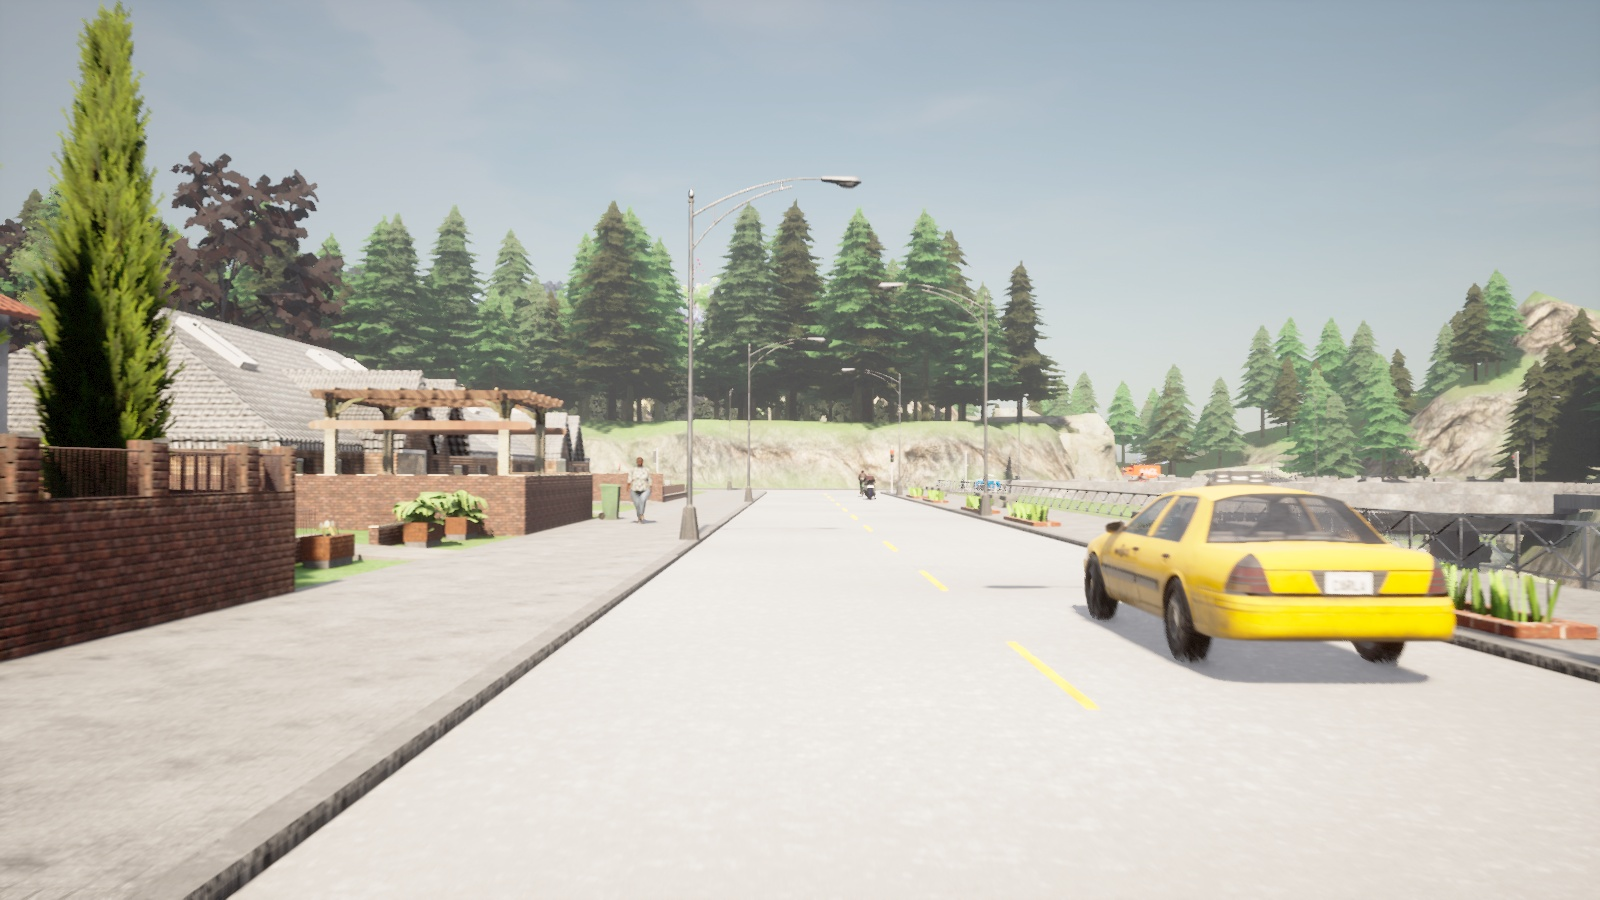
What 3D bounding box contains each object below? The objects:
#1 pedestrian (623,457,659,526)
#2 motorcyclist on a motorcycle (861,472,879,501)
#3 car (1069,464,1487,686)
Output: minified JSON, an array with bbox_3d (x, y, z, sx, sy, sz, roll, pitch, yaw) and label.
[{"bbox_3d":[-4.316,1.114,34.155,0.874,1.855,0.900,0,-1,-1],"label":"pedestrian"},{"bbox_3d":[3.837,1.993,69.225,0.866,1.530,2.191,0,-1,0],"label":"motorcyclist on a motorcycle"},{"bbox_3d":[3.973,0.932,11.621,1.801,1.575,5.366,0,-1,0],"label":"car"}]
